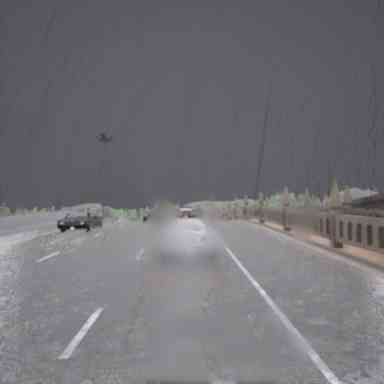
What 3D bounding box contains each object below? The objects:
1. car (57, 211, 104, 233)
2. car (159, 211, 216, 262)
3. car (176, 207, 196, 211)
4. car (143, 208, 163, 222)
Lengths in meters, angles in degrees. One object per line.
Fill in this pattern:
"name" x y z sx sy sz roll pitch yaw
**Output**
"car" -7.353 1.966 22.507 1.895 1.301 4.718 -1 -1 -1
"car" -0.136 1.686 12.713 1.812 1.442 4.674 -1 -1 -1
"car" -0.545 2.124 31.386 1.812 1.442 4.674 -1 -3 -1
"car" -4.144 2.481 35.969 2.033 1.411 5.357 -1 -4 -1
